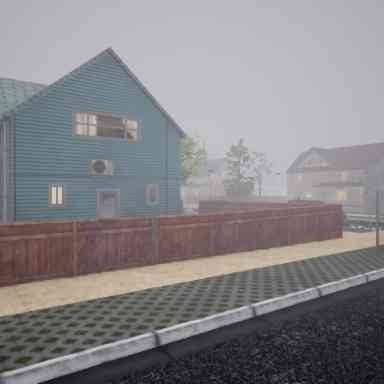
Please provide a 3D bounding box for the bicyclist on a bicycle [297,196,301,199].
[{"bbox_3d":[10.150,1.206,31.488,1.656,1.620,0.582,-1,1,-36],"label":"bicyclist on a bicycle"}]

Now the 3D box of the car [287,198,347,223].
[{"bbox_3d":[8.546,1.304,23.649,2.097,1.767,4.553,0,0,-35],"label":"car"}]

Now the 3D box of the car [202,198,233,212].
[{"bbox_3d":[2.713,1.383,31.830,1.882,1.535,5.008,0,0,-36],"label":"car"}]
